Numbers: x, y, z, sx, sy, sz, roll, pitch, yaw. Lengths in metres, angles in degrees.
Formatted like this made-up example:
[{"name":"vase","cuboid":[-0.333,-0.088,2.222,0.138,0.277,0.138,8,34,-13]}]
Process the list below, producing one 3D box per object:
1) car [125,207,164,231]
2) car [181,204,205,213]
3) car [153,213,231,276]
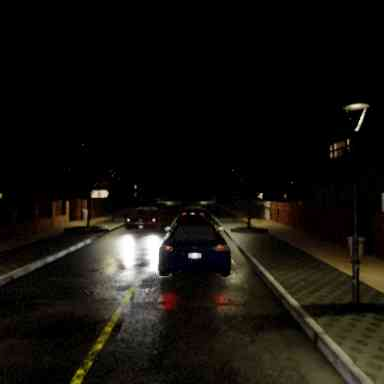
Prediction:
[{"name":"car","cuboid":[-2.855,1.656,20.843,1.895,1.301,4.718,0,0,0]},{"name":"car","cuboid":[0.078,1.622,26.347,2.033,1.411,5.357,0,0,0]},{"name":"car","cuboid":[0.079,1.589,10.462,1.994,1.385,4.181,0,0,0]}]
